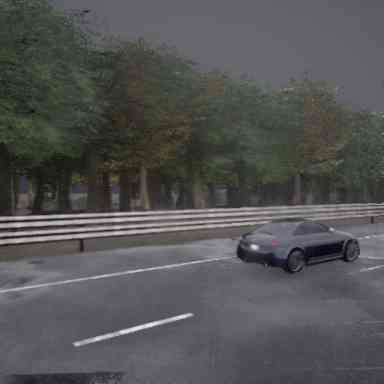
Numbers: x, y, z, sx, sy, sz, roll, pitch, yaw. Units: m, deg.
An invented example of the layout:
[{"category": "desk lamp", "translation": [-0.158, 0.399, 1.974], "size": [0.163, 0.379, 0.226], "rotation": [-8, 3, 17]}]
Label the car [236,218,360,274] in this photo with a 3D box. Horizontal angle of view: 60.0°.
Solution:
[{"category": "car", "translation": [3.416, 1.527, 10.500], "size": [4.181, 1.385, 1.994], "rotation": [0, 0, -35]}]
